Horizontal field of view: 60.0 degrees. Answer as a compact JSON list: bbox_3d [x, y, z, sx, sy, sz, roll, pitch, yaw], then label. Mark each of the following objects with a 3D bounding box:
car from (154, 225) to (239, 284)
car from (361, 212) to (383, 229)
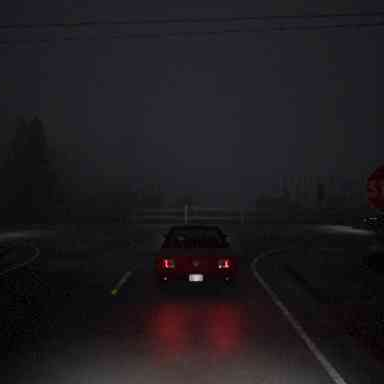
[{"bbox_3d":[0.091,1.597,9.525,1.895,1.301,4.718,0,0,0],"label":"car"},{"bbox_3d":[12.693,1.462,19.699,4.892,1.490,1.837,0,0,3],"label":"car"}]
